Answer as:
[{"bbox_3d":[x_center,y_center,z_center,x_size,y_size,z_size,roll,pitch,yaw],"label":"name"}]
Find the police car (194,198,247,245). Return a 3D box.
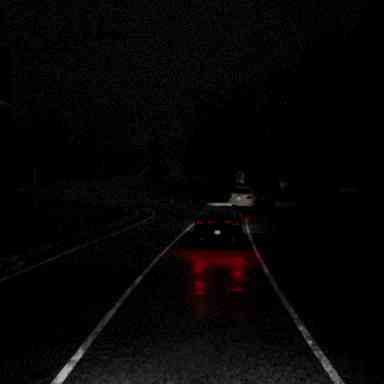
[{"bbox_3d":[1.203,1.268,14.852,1.930,1.638,5.238,1,0,6],"label":"police car"}]

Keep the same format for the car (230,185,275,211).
[{"bbox_3d":[5.264,0.388,28.624,2.150,2.045,5.566,4,6,34],"label":"car"}]
